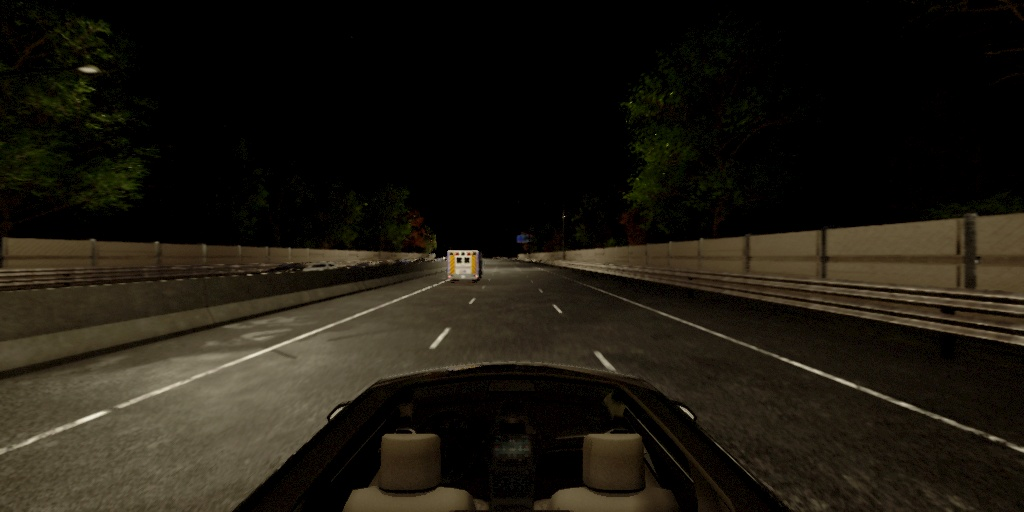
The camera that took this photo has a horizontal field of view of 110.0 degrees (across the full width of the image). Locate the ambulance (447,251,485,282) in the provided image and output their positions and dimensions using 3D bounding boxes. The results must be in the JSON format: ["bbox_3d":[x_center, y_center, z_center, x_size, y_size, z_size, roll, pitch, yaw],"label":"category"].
[{"bbox_3d":[-3.684,0.847,29.477,2.351,2.431,6.366,0,0,-1],"label":"ambulance"}]

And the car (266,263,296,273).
[{"bbox_3d":[-21.318,1.383,34.680,2.033,1.411,5.357,0,0,0],"label":"car"}]

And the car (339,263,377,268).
[{"bbox_3d":[-14.322,1.370,34.830,2.033,1.411,5.357,0,0,0],"label":"car"}]

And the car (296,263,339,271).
[{"bbox_3d":[-17.821,1.354,33.777,1.812,1.442,4.674,0,0,-1],"label":"car"}]
